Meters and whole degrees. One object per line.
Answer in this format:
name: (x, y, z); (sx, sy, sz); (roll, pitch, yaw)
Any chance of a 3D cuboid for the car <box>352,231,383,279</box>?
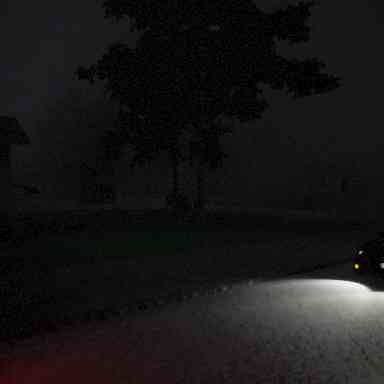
car: (6.154, 1.540, 8.863); (4.181, 1.385, 1.994); (0, 0, -35)
